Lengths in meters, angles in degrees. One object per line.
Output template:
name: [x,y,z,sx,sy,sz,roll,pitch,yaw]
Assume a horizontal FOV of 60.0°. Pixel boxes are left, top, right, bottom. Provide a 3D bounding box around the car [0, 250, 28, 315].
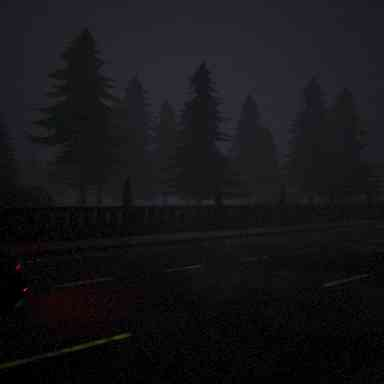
car: [-5.060,1.468,4.711,4.902,1.511,2.128,1,0,-35]
